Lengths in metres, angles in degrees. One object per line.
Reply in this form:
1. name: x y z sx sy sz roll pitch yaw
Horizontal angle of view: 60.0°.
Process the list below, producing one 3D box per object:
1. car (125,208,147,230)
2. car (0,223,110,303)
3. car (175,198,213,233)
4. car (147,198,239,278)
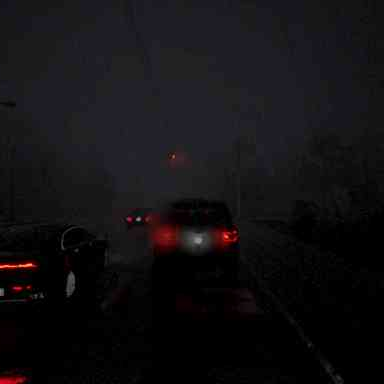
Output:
1. car: -3.362 1.771 22.861 2.033 1.411 5.357 0 -2 -2
2. car: -3.397 1.520 8.205 1.837 1.490 4.892 0 -1 0
3. car: 0.110 1.422 22.004 2.150 2.045 5.566 0 -1 0
4. car: 0.107 1.243 10.370 2.150 2.045 5.566 0 -1 0
